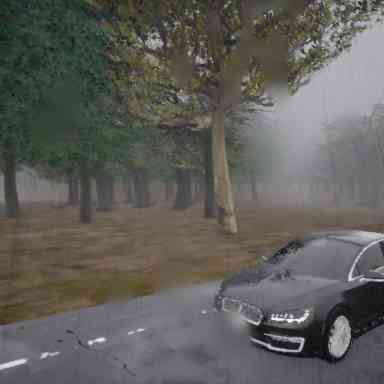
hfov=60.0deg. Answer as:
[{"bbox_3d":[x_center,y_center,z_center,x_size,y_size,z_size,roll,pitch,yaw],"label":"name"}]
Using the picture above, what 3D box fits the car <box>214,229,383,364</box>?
[{"bbox_3d":[2.581,1.493,5.940,4.892,1.490,1.837,0,0,-36],"label":"car"}]
